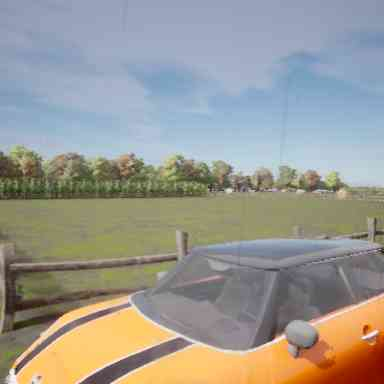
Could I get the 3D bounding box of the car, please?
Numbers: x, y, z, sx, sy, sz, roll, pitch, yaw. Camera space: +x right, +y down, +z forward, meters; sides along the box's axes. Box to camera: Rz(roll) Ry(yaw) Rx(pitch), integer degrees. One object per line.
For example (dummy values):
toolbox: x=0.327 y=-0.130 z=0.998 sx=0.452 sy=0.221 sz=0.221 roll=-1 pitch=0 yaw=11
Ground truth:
car: x=0.590 y=1.353 z=3.494 sx=4.553 sy=1.767 sz=2.097 roll=0 pitch=0 yaw=-36
